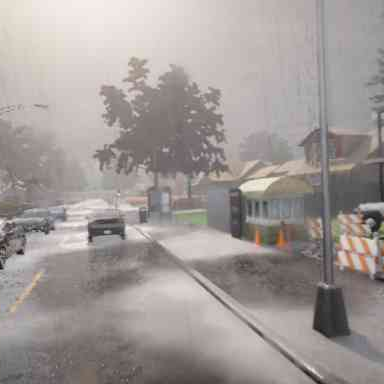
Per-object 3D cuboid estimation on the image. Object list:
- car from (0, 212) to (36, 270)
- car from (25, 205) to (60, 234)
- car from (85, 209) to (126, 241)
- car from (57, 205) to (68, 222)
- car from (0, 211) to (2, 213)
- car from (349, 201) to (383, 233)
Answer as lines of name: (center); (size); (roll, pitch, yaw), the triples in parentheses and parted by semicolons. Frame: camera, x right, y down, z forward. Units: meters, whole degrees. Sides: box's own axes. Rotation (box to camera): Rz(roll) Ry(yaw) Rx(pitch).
car: (-7.241, 1.756, 11.748); (2.128, 1.511, 4.902); (-2, 0, -16)
car: (-9.991, 1.877, 21.432); (1.837, 1.490, 4.892); (-2, 0, -16)
car: (-4.697, 1.690, 18.163); (1.837, 1.490, 4.892); (-2, 0, -16)
car: (-12.791, 2.007, 31.360); (1.812, 1.442, 4.674); (-2, 0, -16)
car: (-22.886, 2.189, 34.651); (5.357, 1.415, 2.033); (-2, 0, -13)
car: (8.900, 0.698, 14.228); (3.866, 1.878, 1.905); (-2, 0, 19)
